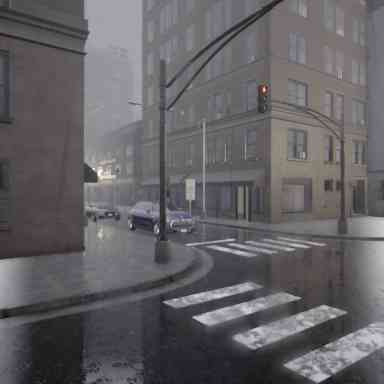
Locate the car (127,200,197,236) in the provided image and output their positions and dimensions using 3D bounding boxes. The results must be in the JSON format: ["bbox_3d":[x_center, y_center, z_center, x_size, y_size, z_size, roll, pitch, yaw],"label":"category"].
[{"bbox_3d":[-1.700,1.275,17.929,2.097,1.767,4.553,0,0,-36],"label":"car"}]

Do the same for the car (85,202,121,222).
[{"bbox_3d":[-6.997,1.438,25.330,1.994,1.385,4.181,0,0,-35],"label":"car"}]
